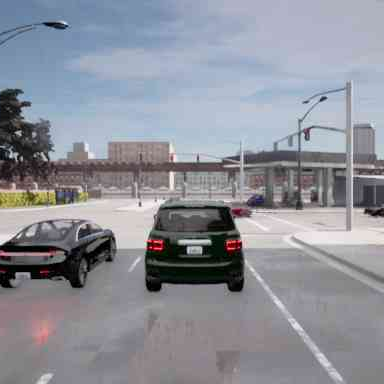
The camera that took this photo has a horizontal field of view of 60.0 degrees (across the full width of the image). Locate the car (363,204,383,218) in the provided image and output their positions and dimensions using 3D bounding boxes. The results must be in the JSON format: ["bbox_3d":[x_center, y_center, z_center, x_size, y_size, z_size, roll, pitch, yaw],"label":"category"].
[{"bbox_3d":[18.099,1.534,29.279,5.357,1.411,2.033,0,0,-1],"label":"car"}]

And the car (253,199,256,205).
[{"bbox_3d":[3.129,1.550,29.044,4.181,1.385,1.994,0,0,0],"label":"car"}]

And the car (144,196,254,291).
[{"bbox_3d":[0.069,1.217,9.112,2.150,2.045,5.566,0,0,0],"label":"car"}]

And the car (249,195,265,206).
[{"bbox_3d":[9.624,1.271,49.301,2.242,1.667,4.611,0,0,0],"label":"car"}]

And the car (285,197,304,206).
[{"bbox_3d":[15.368,1.432,50.073,1.970,1.475,3.806,0,0,0],"label":"car"}]

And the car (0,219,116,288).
[{"bbox_3d":[-3.436,1.487,9.194,2.128,1.511,4.902,0,0,0],"label":"car"}]

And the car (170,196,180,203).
[{"bbox_3d":[-3.617,1.519,71.631,1.994,1.385,4.181,0,0,0],"label":"car"}]
